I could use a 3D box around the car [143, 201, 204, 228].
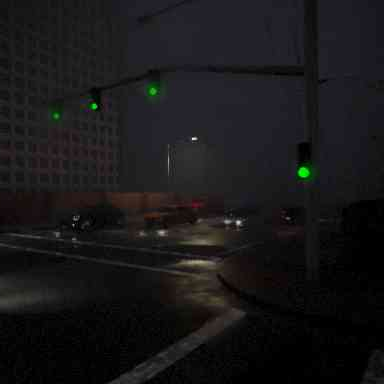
[{"bbox_3d":[-1.468,1.720,24.471,1.882,1.535,5.008,-1,0,35],"label":"car"}]

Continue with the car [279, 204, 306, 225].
[{"bbox_3d":[8.342,1.705,26.024,1.837,1.490,4.892,-1,-2,35],"label":"car"}]

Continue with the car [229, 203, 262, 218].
[{"bbox_3d":[5.302,1.789,33.961,2.033,1.411,5.357,-1,0,36],"label":"car"}]

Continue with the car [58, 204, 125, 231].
[{"bbox_3d":[-6.856,1.638,22.937,2.097,1.767,4.553,-1,-1,35],"label":"car"}]

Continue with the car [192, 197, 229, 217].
[{"bbox_3d":[1.170,1.509,34.210,2.150,2.045,5.566,-1,-1,36],"label":"car"}]
